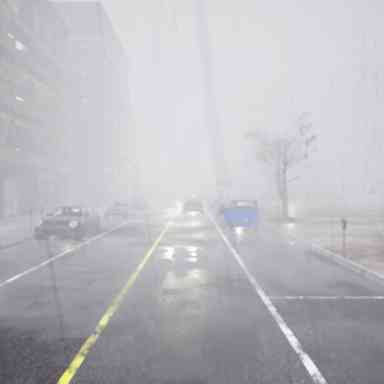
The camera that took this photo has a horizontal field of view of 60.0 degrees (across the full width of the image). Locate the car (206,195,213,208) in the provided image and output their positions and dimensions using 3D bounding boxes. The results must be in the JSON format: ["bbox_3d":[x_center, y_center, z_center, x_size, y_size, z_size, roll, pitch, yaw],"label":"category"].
[{"bbox_3d":[2.856,1.259,37.850,2.008,1.369,4.403,1,0,0],"label":"car"}]

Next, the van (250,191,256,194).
[{"bbox_3d":[13.809,0.760,68.423,3.998,1.788,1.690,0,0,0],"label":"van"}]

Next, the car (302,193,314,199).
[{"bbox_3d":[24.866,0.880,68.336,4.507,1.381,1.887,0,0,0],"label":"car"}]

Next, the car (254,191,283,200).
[{"bbox_3d":[13.743,0.943,60.042,4.206,1.307,1.802,0,0,0],"label":"car"}]

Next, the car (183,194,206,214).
[{"bbox_3d":[0.120,1.228,32.300,1.882,1.535,5.008,0,1,0],"label":"car"}]

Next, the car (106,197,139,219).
[{"bbox_3d":[-5.741,1.375,26.716,1.802,1.307,4.206,1,0,0],"label":"car"}]

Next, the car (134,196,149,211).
[{"bbox_3d":[-5.783,1.165,35.619,1.967,1.590,4.097,1,0,0],"label":"car"}]

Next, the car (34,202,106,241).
[{"bbox_3d":[-5.672,1.319,15.577,1.967,1.590,4.097,1,0,0],"label":"car"}]

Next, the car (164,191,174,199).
[{"bbox_3d":[-5.621,0.692,81.655,2.192,1.841,5.009,1,0,0],"label":"car"}]

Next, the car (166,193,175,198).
[{"bbox_3d":[-5.621,0.880,87.228,1.887,1.381,4.507,1,0,0],"label":"car"}]

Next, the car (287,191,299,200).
[{"bbox_3d":[19.336,0.692,68.379,5.009,1.841,2.192,0,0,0],"label":"car"}]

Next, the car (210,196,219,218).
[{"bbox_3d":[2.803,1.333,27.420,1.887,1.381,4.507,1,0,0],"label":"car"}]

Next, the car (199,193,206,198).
[{"bbox_3d":[2.758,0.918,87.183,1.802,1.307,4.206,1,0,0],"label":"car"}]

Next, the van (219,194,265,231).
[{"bbox_3d":[2.744,1.194,18.958,1.690,1.788,3.998,1,0,0],"label":"van"}]

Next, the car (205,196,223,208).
[{"bbox_3d":[2.859,1.217,43.420,2.008,1.369,4.403,1,0,0],"label":"car"}]

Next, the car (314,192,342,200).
[{"bbox_3d":[24.797,0.718,59.955,4.097,1.590,1.967,0,0,0],"label":"car"}]
